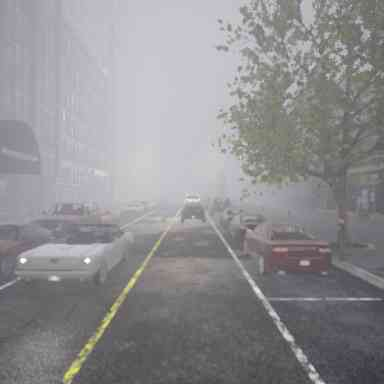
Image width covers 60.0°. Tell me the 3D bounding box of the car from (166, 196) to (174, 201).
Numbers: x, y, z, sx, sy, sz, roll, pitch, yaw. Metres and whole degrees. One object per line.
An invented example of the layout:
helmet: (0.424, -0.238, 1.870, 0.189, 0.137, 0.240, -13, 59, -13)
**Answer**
car: (-5.694, 1.692, 87.819, 1.802, 1.307, 4.206, 1, 0, 0)

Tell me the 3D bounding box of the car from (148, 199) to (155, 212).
car: (-5.686, 1.634, 37.908, 1.947, 1.339, 4.313, 1, 0, 0)

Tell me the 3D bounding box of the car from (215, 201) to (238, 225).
car: (2.698, 1.568, 21.441, 1.752, 1.417, 4.829, 1, 0, 0)

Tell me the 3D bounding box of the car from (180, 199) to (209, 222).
car: (0.096, 1.556, 26.496, 1.837, 1.490, 4.892, 0, 0, 0)

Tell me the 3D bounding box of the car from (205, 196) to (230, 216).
car: (2.699, 1.375, 32.364, 2.192, 1.841, 5.009, 1, 0, 0)

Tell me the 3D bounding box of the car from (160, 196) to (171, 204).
car: (-5.690, 1.663, 65.636, 1.947, 1.339, 4.313, 1, 0, 0)

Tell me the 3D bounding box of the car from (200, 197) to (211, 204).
car: (2.690, 1.663, 65.640, 1.947, 1.339, 4.313, 1, 0, 0)

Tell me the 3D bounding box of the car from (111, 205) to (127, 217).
car: (-5.682, 1.567, 21.098, 1.752, 1.417, 4.829, 1, 0, 0)

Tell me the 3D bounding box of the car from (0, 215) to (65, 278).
car: (-5.681, 1.604, 10.176, 1.802, 1.307, 4.206, 1, 0, 0)

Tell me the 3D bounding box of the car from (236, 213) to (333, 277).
car: (2.700, 1.566, 10.180, 1.887, 1.381, 4.507, 1, 0, 0)

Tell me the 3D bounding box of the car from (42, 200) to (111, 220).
car: (-5.678, 1.347, 15.723, 2.192, 1.841, 5.009, 1, 0, 0)

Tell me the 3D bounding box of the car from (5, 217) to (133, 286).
car: (-3.045, 1.621, 9.598, 1.895, 1.301, 4.718, 0, 0, 0)

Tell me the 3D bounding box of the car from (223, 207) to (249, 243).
car: (2.698, 1.614, 15.725, 1.802, 1.307, 4.206, 1, 0, 0)

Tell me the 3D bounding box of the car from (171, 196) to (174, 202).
car: (-5.693, 1.673, 82.273, 1.947, 1.339, 4.313, 1, 0, 0)

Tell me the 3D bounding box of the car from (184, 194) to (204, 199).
car: (0.094, 1.297, 43.279, 2.150, 2.045, 5.566, 0, 0, 0)

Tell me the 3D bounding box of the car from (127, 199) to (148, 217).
car: (-5.684, 1.585, 32.190, 1.752, 1.417, 4.829, 1, 0, 0)

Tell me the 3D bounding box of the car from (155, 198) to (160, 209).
car: (-5.686, 1.601, 43.283, 1.752, 1.417, 4.829, 1, 0, 0)
